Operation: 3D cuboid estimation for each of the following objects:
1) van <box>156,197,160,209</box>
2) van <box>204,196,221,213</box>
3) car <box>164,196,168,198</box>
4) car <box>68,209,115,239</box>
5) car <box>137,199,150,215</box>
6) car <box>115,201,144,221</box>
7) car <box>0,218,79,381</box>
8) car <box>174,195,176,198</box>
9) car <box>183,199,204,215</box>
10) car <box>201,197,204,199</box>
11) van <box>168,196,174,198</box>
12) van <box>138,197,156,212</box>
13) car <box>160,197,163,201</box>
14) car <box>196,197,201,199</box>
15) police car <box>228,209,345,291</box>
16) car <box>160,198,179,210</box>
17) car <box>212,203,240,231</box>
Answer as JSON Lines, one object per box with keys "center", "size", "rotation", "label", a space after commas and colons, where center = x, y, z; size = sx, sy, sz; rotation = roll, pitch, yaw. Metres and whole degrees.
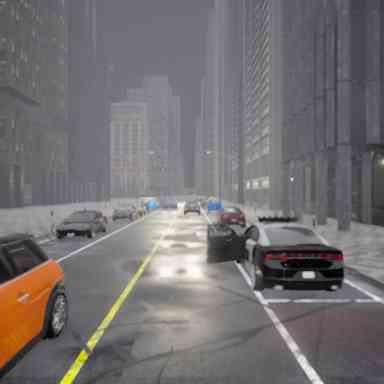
{"center": [-5.851, 1.660, 46.280], "size": [1.690, 1.788, 3.998], "rotation": [0, 0, 0], "label": "van"}
{"center": [2.685, 1.621, 40.660], "size": [1.690, 1.788, 3.998], "rotation": [0, 0, 0], "label": "van"}
{"center": [-5.872, 1.711, 57.562], "size": [2.192, 1.841, 5.009], "rotation": [0, 0, 0], "label": "car"}
{"center": [-5.797, 1.691, 18.076], "size": [1.947, 1.339, 4.313], "rotation": [0, 0, 0], "label": "car"}
{"center": [-5.828, 1.766, 34.828], "size": [1.752, 1.417, 4.829], "rotation": [0, 0, 0], "label": "car"}
{"center": [-5.818, 1.753, 29.357], "size": [2.008, 1.369, 4.403], "rotation": [0, 0, 0], "label": "car"}
{"center": [-3.104, 1.378, 3.620], "size": [2.097, 1.767, 4.553], "rotation": [0, 0, 0], "label": "car"}
{"center": [-5.924, 2.132, 85.765], "size": [1.887, 1.381, 4.507], "rotation": [0, 0, 0], "label": "car"}
{"center": [0.006, 1.805, 37.311], "size": [2.033, 1.411, 5.357], "rotation": [0, 0, 0], "label": "car"}
{"center": [2.654, 1.978, 57.580], "size": [1.802, 1.307, 4.206], "rotation": [0, 0, 0], "label": "car"}
{"center": [-5.914, 1.890, 80.125], "size": [1.690, 1.788, 3.998], "rotation": [0, 0, 0], "label": "van"}
{"center": [-5.840, 1.621, 40.640], "size": [1.690, 1.788, 3.998], "rotation": [0, 0, 0], "label": "van"}
{"center": [-5.861, 1.798, 51.920], "size": [1.967, 1.590, 4.097], "rotation": [0, 0, 0], "label": "car"}
{"center": [-0.085, 1.833, 47.664], "size": [1.837, 1.490, 4.892], "rotation": [0, 0, 0], "label": "car"}
{"center": [2.352, 1.490, 9.311], "size": [1.930, 1.638, 5.238], "rotation": [0, 0, 0], "label": "police car"}
{"center": [-3.088, 1.976, 48.252], "size": [1.895, 1.301, 4.718], "rotation": [0, 0, 0], "label": "car"}
{"center": [2.718, 1.709, 23.737], "size": [1.887, 1.381, 4.507], "rotation": [0, 0, 0], "label": "car"}
